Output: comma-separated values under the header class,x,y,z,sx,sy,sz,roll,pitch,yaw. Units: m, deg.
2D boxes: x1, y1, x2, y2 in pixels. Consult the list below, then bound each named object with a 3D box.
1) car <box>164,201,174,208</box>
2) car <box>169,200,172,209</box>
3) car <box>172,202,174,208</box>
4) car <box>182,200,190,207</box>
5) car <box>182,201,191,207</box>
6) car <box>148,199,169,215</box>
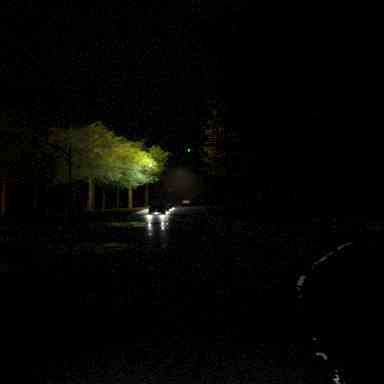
class,x,y,z,sx,sy,sz,roll,pitch,yaw
car,-4.691,2.559,68.215,1.895,1.301,4.718,0,-2,-1
car,-4.342,2.075,49.053,1.812,1.442,4.674,0,-1,-1
car,-4.532,2.068,57.985,2.097,1.767,4.553,0,-1,-1
car,-1.454,2.817,80.616,1.882,1.535,5.008,0,-2,-1
car,-1.222,2.614,70.528,1.895,1.301,4.718,0,-2,-1
car,-4.144,1.899,40.060,1.837,1.490,4.892,0,-1,-1
